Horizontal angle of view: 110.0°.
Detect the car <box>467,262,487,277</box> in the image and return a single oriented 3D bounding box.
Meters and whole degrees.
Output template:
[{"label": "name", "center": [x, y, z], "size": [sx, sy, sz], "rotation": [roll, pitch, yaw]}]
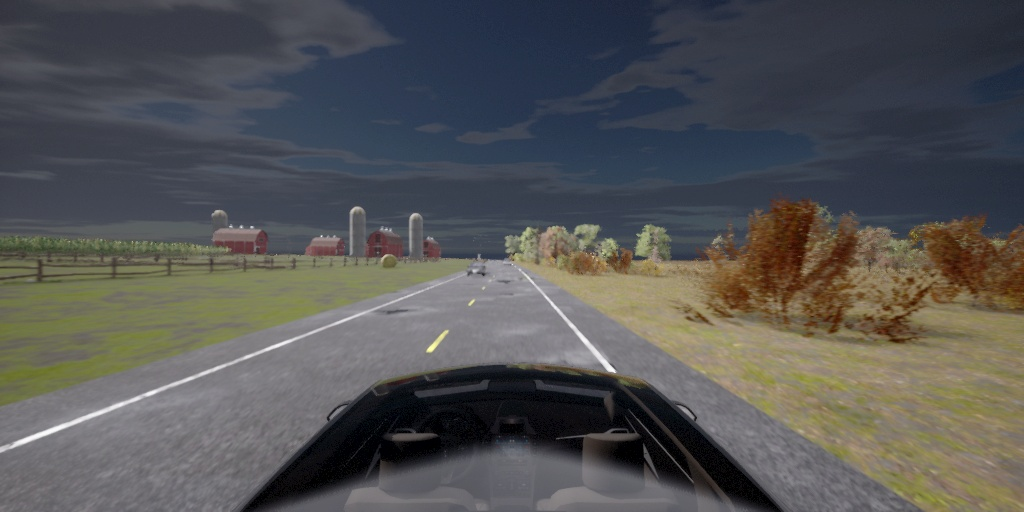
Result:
[{"label": "car", "center": [-3.692, 1.373, 38.224], "size": [2.128, 1.511, 4.902], "rotation": [0, 0, -1]}]
